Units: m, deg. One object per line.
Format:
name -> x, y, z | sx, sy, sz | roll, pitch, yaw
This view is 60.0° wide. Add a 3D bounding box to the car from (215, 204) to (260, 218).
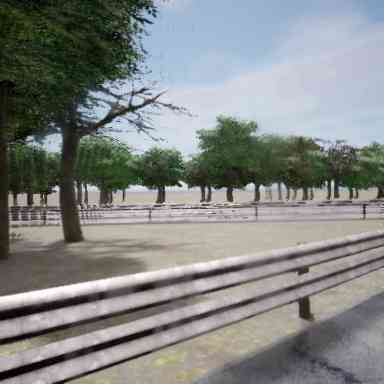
car -> 5.108, 2.076, 37.207 | 5.008, 1.535, 1.882 | -1, 0, 1
